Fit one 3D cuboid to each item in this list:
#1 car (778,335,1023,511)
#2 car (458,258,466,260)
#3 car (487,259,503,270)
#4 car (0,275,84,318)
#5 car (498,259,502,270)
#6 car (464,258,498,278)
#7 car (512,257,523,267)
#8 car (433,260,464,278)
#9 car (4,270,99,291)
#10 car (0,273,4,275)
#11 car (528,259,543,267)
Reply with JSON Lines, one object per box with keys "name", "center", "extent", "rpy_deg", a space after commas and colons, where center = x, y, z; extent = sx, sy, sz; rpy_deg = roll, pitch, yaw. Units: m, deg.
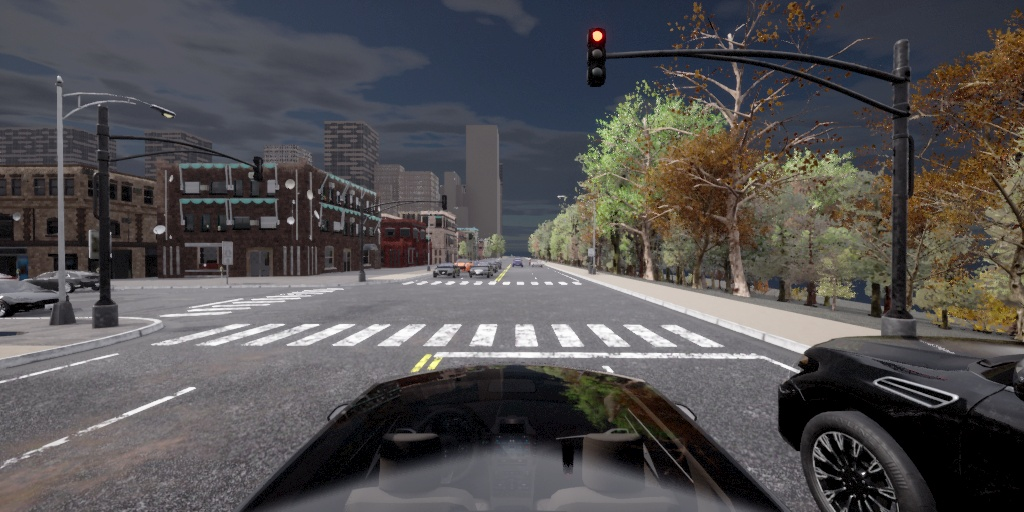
{"name": "car", "center": [3.322, 0.972, 0.675], "extent": [2.150, 2.045, 5.566], "rpy_deg": [0, 0, 1]}
{"name": "car", "center": [-5.916, 1.088, 43.760], "extent": [2.097, 1.767, 4.553], "rpy_deg": [0, 0, 1]}
{"name": "car", "center": [-2.505, 1.223, 53.512], "extent": [2.128, 1.511, 4.902], "rpy_deg": [0, 0, 1]}
{"name": "car", "center": [-19.767, 1.565, 13.713], "extent": [4.313, 1.339, 1.948], "rpy_deg": [0, 0, 1]}
{"name": "car", "center": [-2.675, 1.227, 43.270], "extent": [2.128, 1.511, 4.902], "rpy_deg": [0, 0, 1]}
{"name": "car", "center": [-2.821, 1.231, 33.779], "extent": [2.128, 1.511, 4.902], "rpy_deg": [0, 0, 3]}
{"name": "car", "center": [0.999, 1.252, 63.801], "extent": [1.812, 1.442, 4.674], "rpy_deg": [0, 0, 1]}
{"name": "car", "center": [-6.082, 1.304, 33.764], "extent": [1.994, 1.385, 4.181], "rpy_deg": [0, 0, 1]}
{"name": "car", "center": [-27.959, 1.560, 22.360], "extent": [4.403, 1.370, 2.007], "rpy_deg": [0, 0, 1]}
{"name": "car", "center": [-33.494, 1.654, 22.458], "extent": [4.207, 1.307, 1.802], "rpy_deg": [0, 0, 1]}
{"name": "car", "center": [4.347, 1.327, 63.387], "extent": [1.895, 1.301, 4.718], "rpy_deg": [0, 0, 1]}
